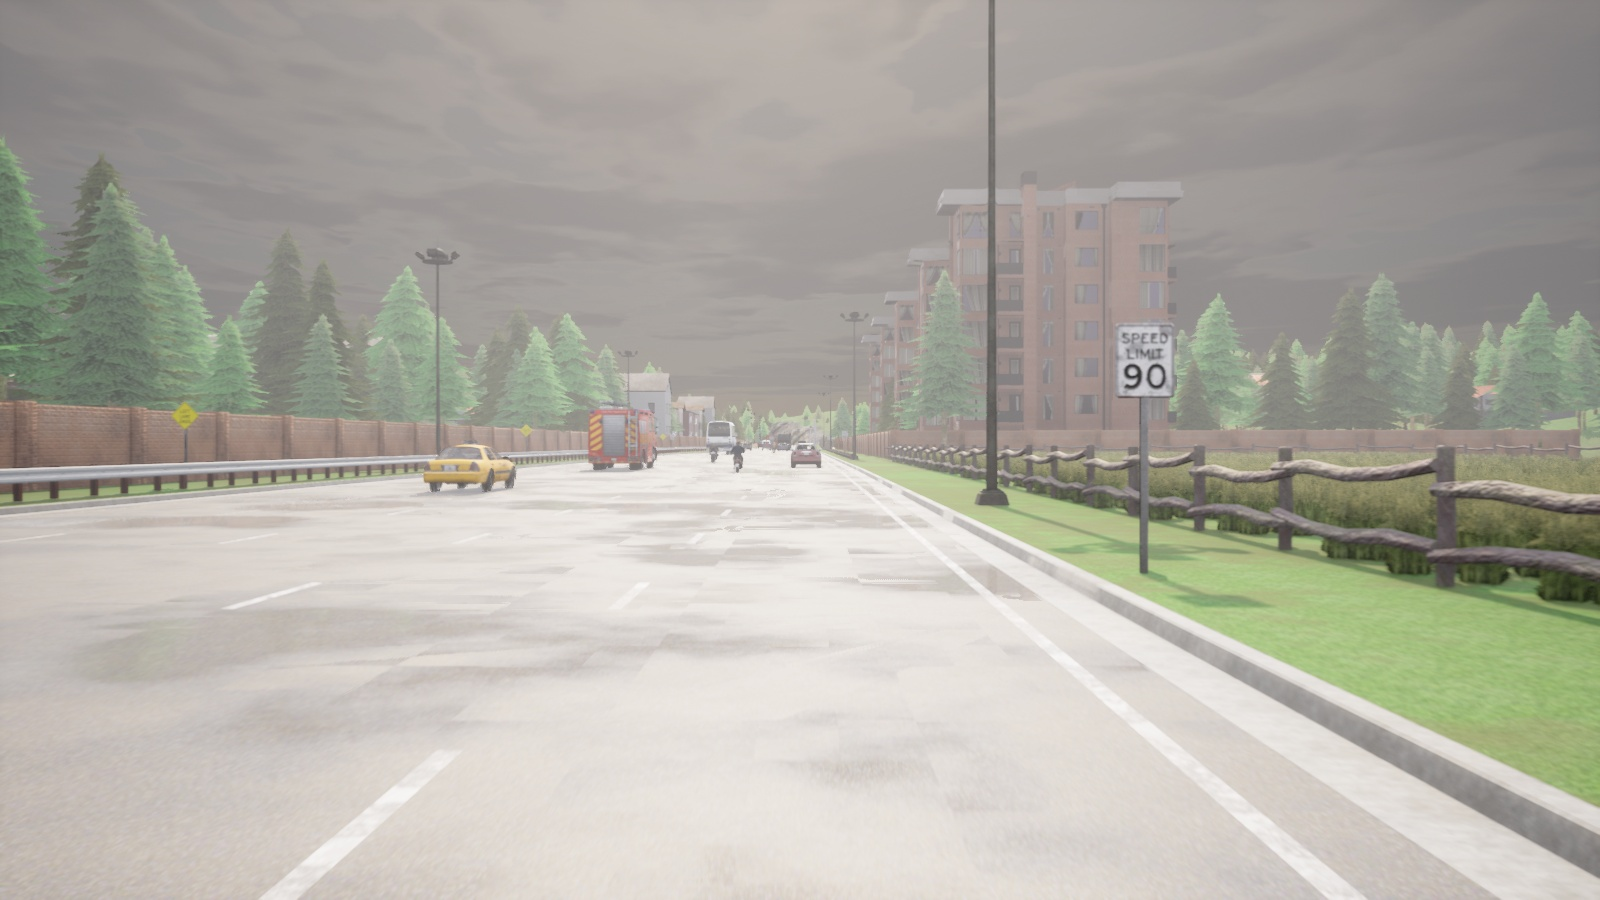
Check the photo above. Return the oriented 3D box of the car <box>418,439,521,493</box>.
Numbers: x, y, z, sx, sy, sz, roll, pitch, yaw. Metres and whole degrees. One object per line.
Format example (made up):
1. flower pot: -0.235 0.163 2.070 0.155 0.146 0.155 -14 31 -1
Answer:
1. car: -10.261 0.455 39.382 1.801 1.575 5.366 0 0 0

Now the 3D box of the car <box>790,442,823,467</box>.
1. car: 0.373 0.274 77.710 1.970 1.475 3.806 0 0 0

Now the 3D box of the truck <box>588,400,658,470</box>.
1. truck: -10.124 -0.836 72.753 2.891 3.827 8.468 0 0 0
